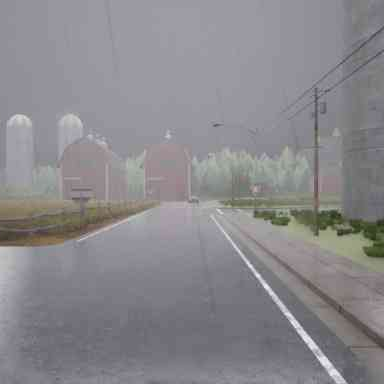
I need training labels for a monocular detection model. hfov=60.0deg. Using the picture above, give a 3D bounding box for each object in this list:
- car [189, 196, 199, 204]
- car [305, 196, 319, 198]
[{"bbox_3d":[0.325,1.520,64.106,1.812,1.442,4.674,0,0,2],"label":"car"},{"bbox_3d":[28.913,1.588,80.421,4.718,1.301,1.895,0,0,31],"label":"car"}]
